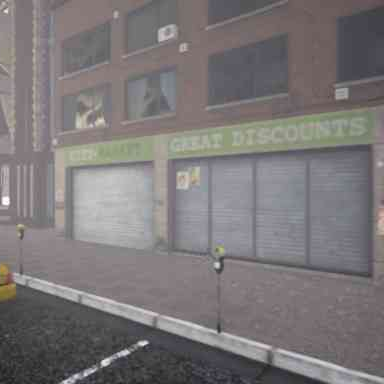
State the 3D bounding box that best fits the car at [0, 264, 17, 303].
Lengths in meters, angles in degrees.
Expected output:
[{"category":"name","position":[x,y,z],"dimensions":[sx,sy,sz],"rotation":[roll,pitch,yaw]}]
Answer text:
[{"category":"car","position":[-5.423,1.490,6.761],"dimensions":[4.829,1.417,1.752],"rotation":[0,0,36]}]
